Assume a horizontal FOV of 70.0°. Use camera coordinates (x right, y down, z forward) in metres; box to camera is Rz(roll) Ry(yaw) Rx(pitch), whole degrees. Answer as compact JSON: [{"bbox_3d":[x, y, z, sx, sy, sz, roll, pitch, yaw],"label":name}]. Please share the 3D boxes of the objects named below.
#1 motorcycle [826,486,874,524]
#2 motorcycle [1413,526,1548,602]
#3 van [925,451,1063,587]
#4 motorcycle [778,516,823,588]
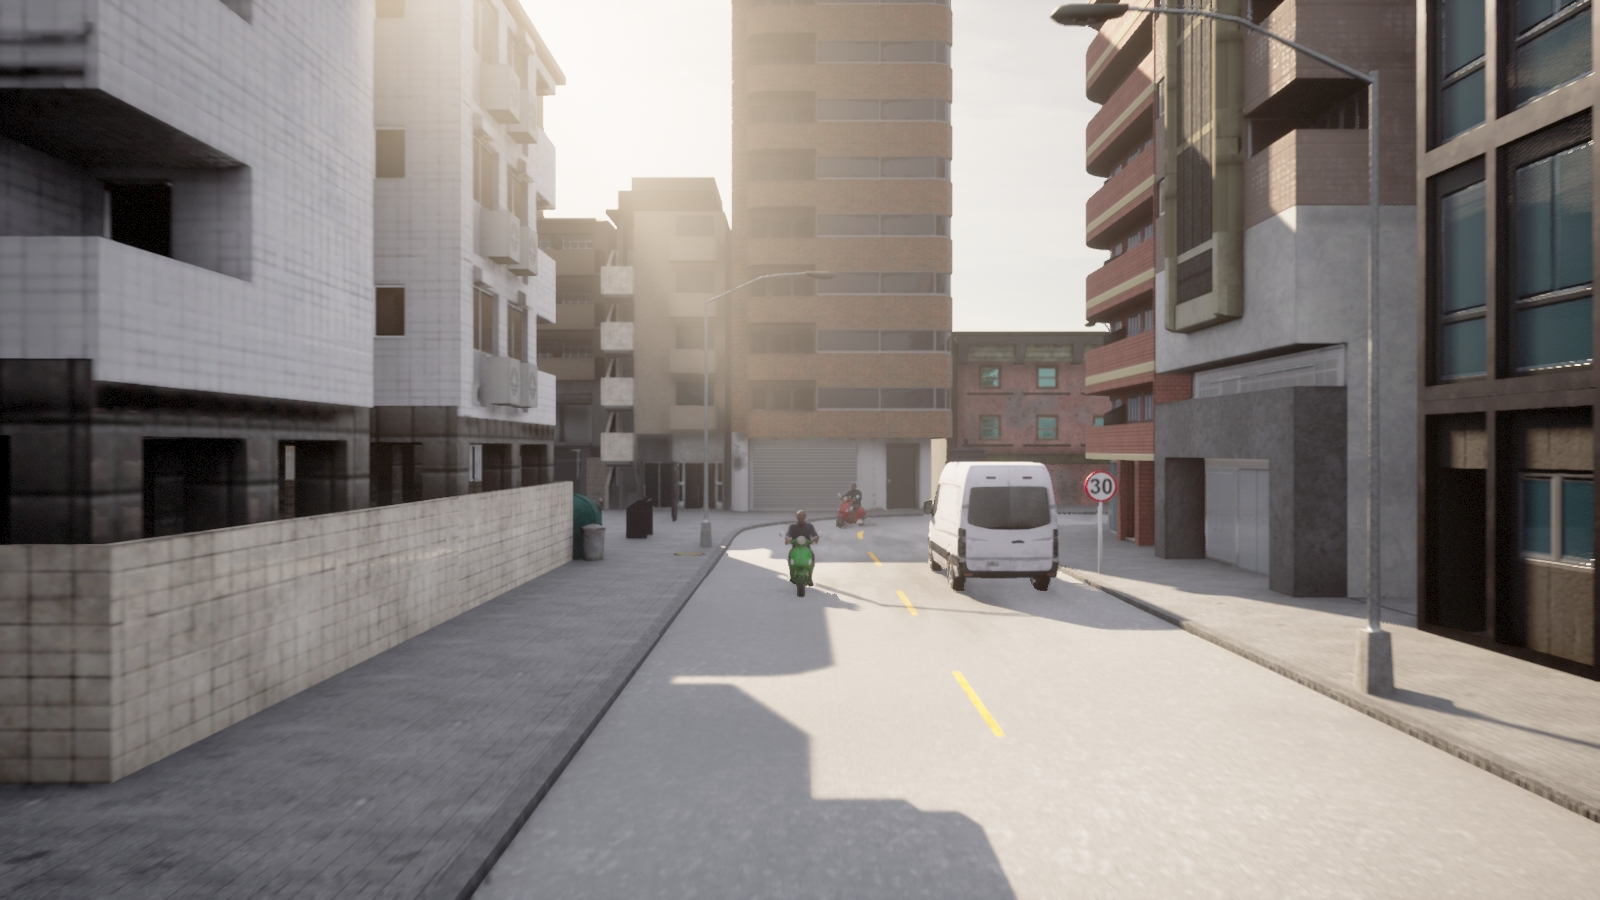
[{"bbox_3d":[1.816,1.960,40.985,0.856,1.236,1.805,2,1,35],"label":"motorcycle"},{"bbox_3d":[11.794,1.960,19.844,1.805,1.236,0.856,0,-1,3],"label":"motorcycle"},{"bbox_3d":[4.007,1.312,24.680,1.988,2.561,5.915,0,0,0],"label":"van"},{"bbox_3d":[0.011,1.959,22.318,0.856,1.236,1.805,0,0,0],"label":"motorcycle"}]
